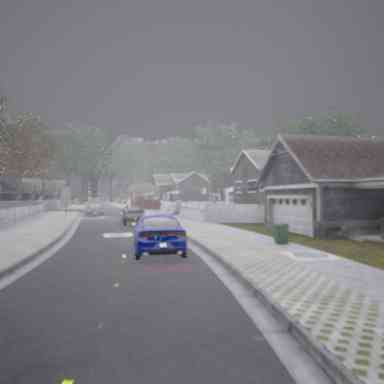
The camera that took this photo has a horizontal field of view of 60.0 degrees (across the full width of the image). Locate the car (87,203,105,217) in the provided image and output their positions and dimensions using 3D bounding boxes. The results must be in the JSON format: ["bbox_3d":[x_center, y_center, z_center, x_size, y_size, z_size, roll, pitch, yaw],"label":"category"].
[{"bbox_3d":[-11.281,2.080,38.890,1.812,1.442,4.674,0,-1,-16],"label":"car"}]

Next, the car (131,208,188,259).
[{"bbox_3d":[-1.417,1.661,13.590,1.882,1.535,5.008,0,-1,-11],"label":"car"}]

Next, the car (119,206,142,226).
[{"bbox_3d":[-4.852,1.864,27.190,2.128,1.511,4.902,0,-1,-16],"label":"car"}]
